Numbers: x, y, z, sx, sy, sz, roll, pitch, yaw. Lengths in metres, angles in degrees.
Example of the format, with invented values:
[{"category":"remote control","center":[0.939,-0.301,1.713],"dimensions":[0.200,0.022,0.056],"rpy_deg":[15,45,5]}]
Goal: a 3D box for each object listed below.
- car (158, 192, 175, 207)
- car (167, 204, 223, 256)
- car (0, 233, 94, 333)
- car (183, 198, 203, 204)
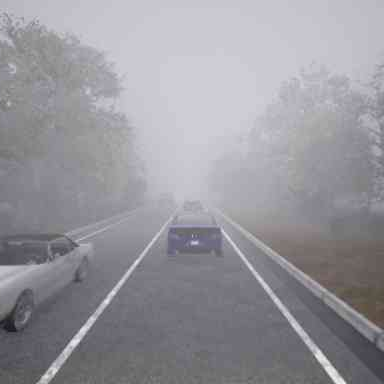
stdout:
[{"category":"car","center":[-3.600,1.025,48.284],"dimensions":[2.150,2.045,5.566],"rpy_deg":[0,0,0]},{"category":"car","center":[0.095,1.464,13.061],"dimensions":[1.882,1.535,5.008],"rpy_deg":[0,0,0]},{"category":"car","center":[-3.604,1.598,6.895],"dimensions":[1.895,1.301,4.718],"rpy_deg":[0,0,0]},{"category":"car","center":[0.088,1.390,33.359],"dimensions":[2.128,1.511,4.902],"rpy_deg":[0,0,0]}]
